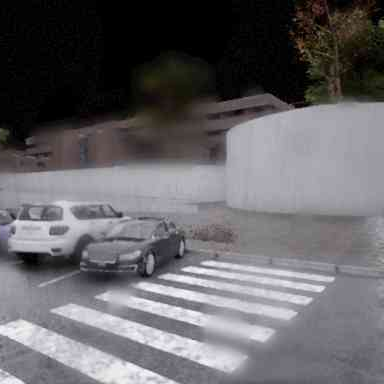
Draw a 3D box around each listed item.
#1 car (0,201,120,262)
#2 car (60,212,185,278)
[{"bbox_3d":[-4.035,1.351,12.396,2.435,2.045,5.566,-1,-1,15],"label":"car"},{"bbox_3d":[-1.600,1.569,10.635,2.231,1.521,4.892,0,-1,15],"label":"car"}]
